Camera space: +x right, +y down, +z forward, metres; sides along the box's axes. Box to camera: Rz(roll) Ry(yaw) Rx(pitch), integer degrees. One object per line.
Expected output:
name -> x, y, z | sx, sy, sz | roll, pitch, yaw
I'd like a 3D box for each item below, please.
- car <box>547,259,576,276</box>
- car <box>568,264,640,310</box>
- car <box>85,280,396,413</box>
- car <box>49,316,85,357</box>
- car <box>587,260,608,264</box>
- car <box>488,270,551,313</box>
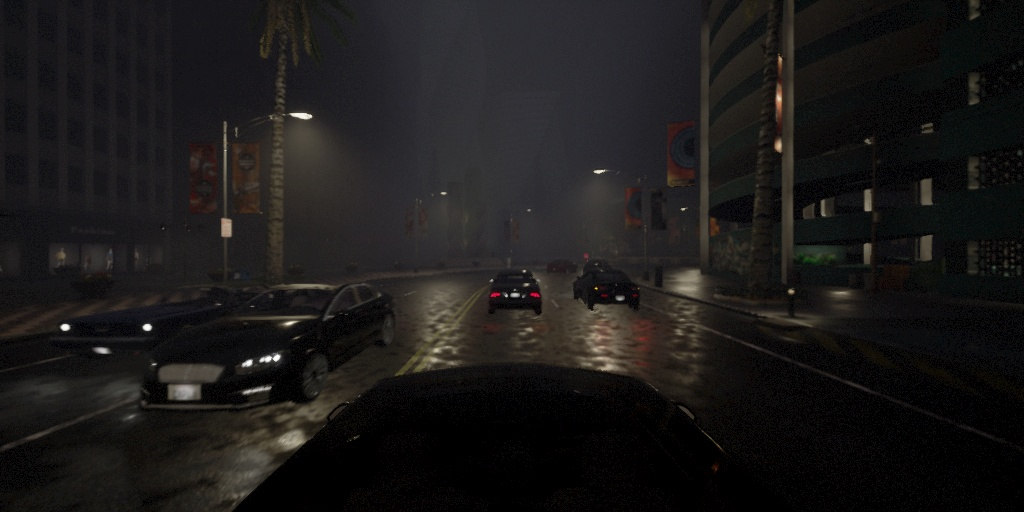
car -> 5.096, 1.066, 35.490 | 1.882, 1.535, 5.008 | 0, 0, 28
car -> 3.613, 1.216, 14.243 | 1.812, 1.442, 4.674 | 0, 0, 0
car -> -3.579, 1.219, 6.378 | 2.128, 1.511, 4.902 | 0, 0, 0
car -> -7.074, 1.319, 8.402 | 1.895, 1.301, 4.718 | 0, 0, 0
car -> 8.198, 1.101, 33.927 | 1.837, 1.490, 4.892 | -1, 0, 28
car -> 0.116, 1.241, 13.570 | 2.033, 1.411, 5.357 | 0, 0, 0
